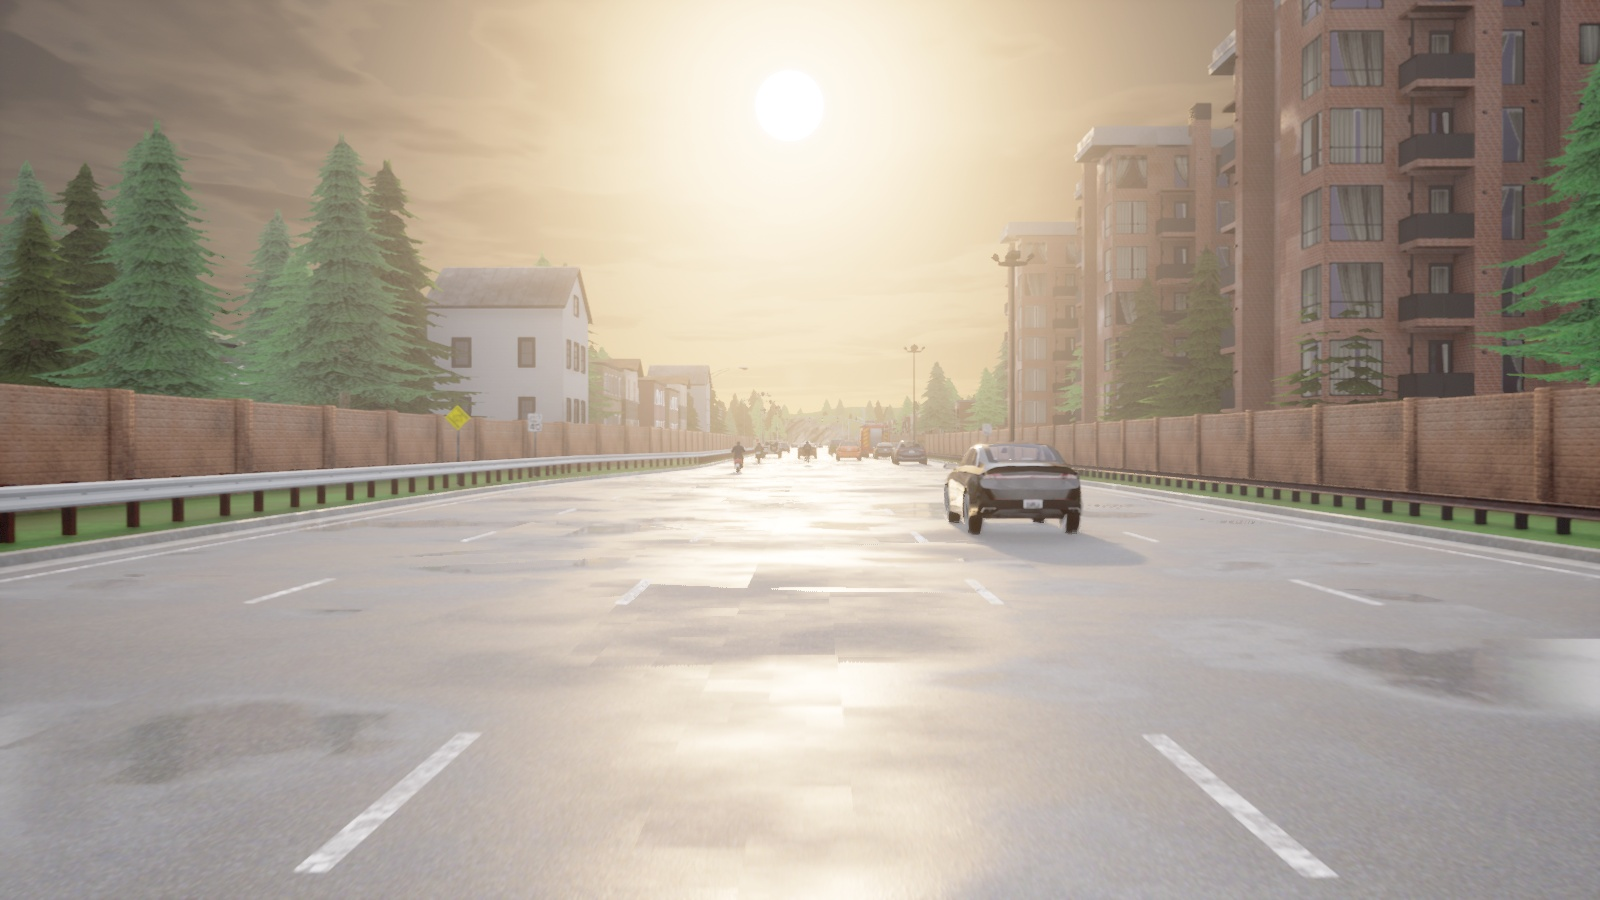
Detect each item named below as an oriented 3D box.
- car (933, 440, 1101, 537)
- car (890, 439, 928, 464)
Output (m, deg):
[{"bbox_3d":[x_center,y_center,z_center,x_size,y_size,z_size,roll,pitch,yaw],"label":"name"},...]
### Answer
[{"bbox_3d":[3.641,0.581,22.059,2.128,1.511,4.902,0,0,0],"label":"car"},{"bbox_3d":[7.509,0.109,86.577,2.242,1.667,4.611,0,0,0],"label":"car"}]
